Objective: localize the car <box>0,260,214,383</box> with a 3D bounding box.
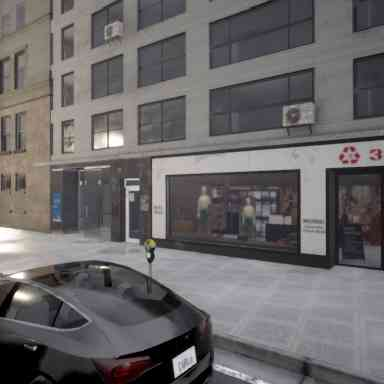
[{"bbox_3d":[-1.755,1.566,4.218,4.313,1.339,1.947,0,0,36],"label":"car"}]
